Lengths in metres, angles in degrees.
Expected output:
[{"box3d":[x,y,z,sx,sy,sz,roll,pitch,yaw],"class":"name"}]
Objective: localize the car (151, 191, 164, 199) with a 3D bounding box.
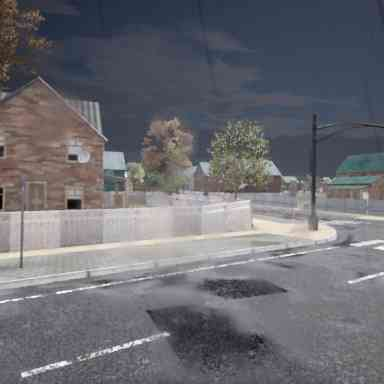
[{"box3d":[-6.277,0.632,61.670,1.812,1.442,4.674,1,1,-20],"class":"car"}]
